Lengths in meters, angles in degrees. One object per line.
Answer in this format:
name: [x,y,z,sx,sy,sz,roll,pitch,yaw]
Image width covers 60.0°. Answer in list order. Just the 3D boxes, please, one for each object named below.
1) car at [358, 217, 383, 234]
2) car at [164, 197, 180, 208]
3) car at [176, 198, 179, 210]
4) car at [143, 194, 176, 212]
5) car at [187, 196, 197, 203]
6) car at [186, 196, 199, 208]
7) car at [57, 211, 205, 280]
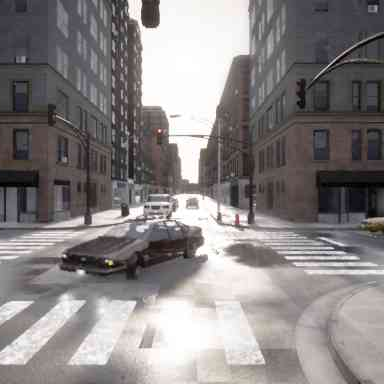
car: [11.606,1.555,17.912,4.829,1.417,1.752,0,0,0]
car: [-2.919,1.534,49.754,2.033,1.411,5.357,0,0,0]
car: [-2.904,1.344,39.472,2.097,1.767,4.553,0,0,0]
car: [-2.893,1.218,29.207,2.150,2.045,5.566,0,0,0]
car: [-0.005,1.570,70.069,1.895,1.301,4.718,0,0,0]
car: [0.024,1.535,48.254,2.033,1.411,5.357,0,0,0]
car: [-1.444,1.545,10.356,2.033,1.411,5.357,0,0,28]
